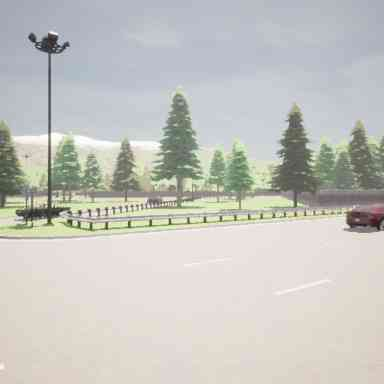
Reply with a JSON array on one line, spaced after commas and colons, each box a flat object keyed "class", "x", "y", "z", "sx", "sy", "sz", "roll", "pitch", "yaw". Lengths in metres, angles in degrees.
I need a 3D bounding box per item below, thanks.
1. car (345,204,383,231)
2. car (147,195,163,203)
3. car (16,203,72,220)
[{"class": "car", "x": 11.475, "y": 1.477, "z": 20.499, "sx": 5.008, "sy": 1.535, "sz": 1.882, "roll": 0, "pitch": 0, "yaw": -35}, {"class": "car", "x": -6.600, "y": 1.351, "z": 59.998, "sx": 2.097, "sy": 1.767, "sz": 4.553, "roll": 0, "pitch": 0, "yaw": 6}, {"class": "car", "x": -12.434, "y": 1.601, "z": 28.416, "sx": 1.895, "sy": 1.301, "sz": 4.718, "roll": 0, "pitch": 0, "yaw": 17}]
